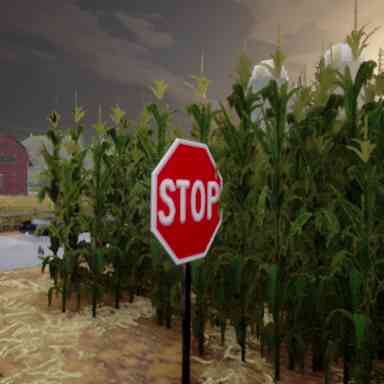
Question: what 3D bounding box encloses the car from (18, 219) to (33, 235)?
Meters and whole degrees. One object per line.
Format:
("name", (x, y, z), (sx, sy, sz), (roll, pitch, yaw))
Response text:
("car", (-6.035, 1.520, 17.441), (2.033, 1.411, 5.357), (1, 0, 35))
